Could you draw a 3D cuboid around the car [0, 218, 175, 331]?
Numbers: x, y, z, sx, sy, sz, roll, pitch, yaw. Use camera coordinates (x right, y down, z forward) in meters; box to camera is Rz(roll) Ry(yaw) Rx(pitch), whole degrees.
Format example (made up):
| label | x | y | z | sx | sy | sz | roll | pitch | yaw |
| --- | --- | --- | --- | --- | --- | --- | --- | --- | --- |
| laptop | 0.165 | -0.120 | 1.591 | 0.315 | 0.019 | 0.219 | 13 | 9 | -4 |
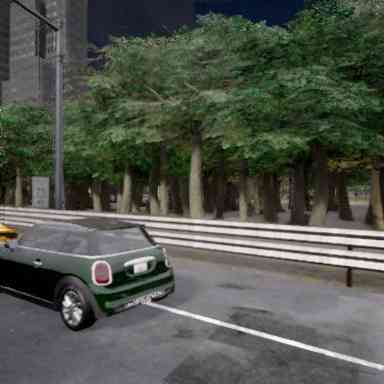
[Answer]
| label | x | y | z | sx | sy | sz | roll | pitch | yaw |
| --- | --- | --- | --- | --- | --- | --- | --- | --- | --- |
| car | -2.621 | 1.335 | 7.082 | 4.553 | 1.767 | 2.097 | 0 | 0 | 36 |
